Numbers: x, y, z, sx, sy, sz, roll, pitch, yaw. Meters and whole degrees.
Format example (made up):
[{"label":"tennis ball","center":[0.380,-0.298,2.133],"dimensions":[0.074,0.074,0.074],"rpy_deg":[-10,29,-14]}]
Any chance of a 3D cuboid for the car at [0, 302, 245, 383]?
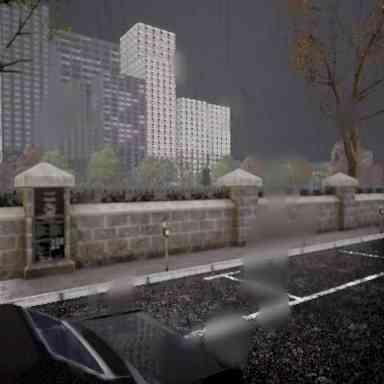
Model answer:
[{"label":"car","center":[-1.984,1.608,1.957],"dimensions":[4.718,1.301,1.895],"rpy_deg":[-1,1,-36]}]
